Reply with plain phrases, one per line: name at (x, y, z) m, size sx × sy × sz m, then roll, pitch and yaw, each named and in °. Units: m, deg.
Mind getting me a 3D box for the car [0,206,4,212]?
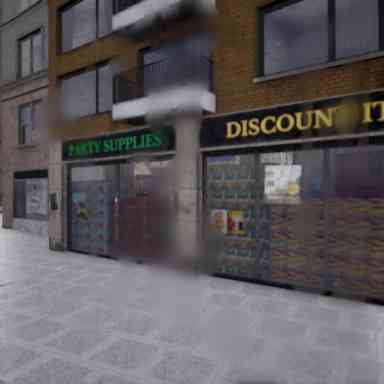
car at (-15.990, 1.327, 32.419) m, size 1.752 × 1.417 × 4.829 m, roll 0°, pitch 1°, yaw 36°
